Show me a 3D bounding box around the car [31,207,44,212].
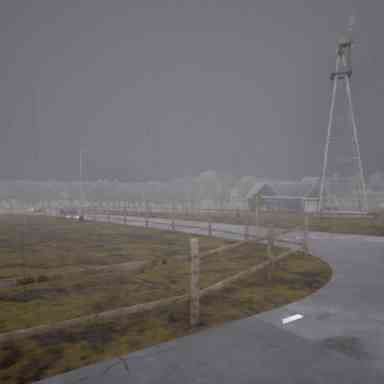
[{"bbox_3d":[-36.566,4.308,79.883,1.812,1.442,4.674,0,-3,-35],"label":"car"}]

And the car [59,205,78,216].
[{"bbox_3d":[-18.615,2.794,49.972,1.837,1.490,4.892,0,-2,-35],"label":"car"}]
